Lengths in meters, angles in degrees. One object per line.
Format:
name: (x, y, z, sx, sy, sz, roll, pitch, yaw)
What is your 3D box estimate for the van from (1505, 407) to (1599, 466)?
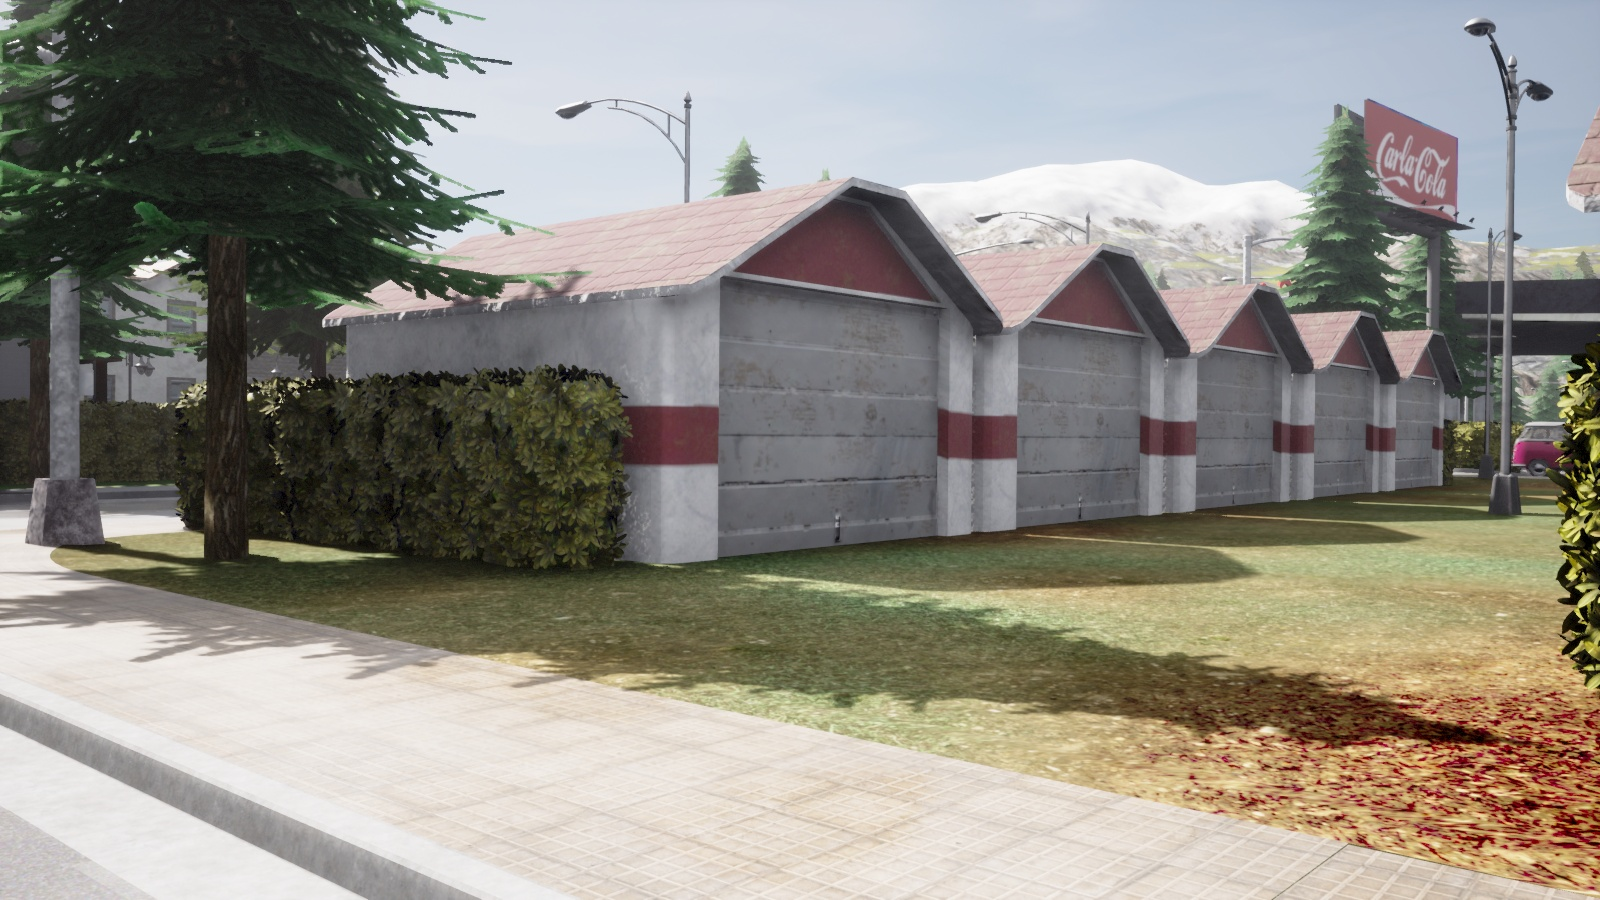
van: (27.072, -0.453, 43.354, 4.442, 1.987, 1.775, 1, 1, 40)
